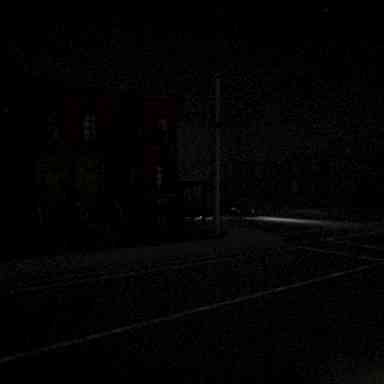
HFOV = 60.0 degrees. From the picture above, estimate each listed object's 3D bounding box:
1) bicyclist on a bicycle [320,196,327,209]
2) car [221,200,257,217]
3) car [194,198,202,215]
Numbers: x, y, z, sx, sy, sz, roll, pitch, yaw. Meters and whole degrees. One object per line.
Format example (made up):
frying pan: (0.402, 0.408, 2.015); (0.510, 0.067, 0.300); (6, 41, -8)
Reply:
bicyclist on a bicycle: (16.860, 1.330, 42.625); (1.656, 1.620, 0.582); (0, 0, -35)
car: (4.112, 1.508, 32.110); (2.128, 1.511, 4.902); (0, 0, -35)
car: (-0.945, 1.561, 33.191); (2.033, 1.411, 5.357); (0, 0, -35)
